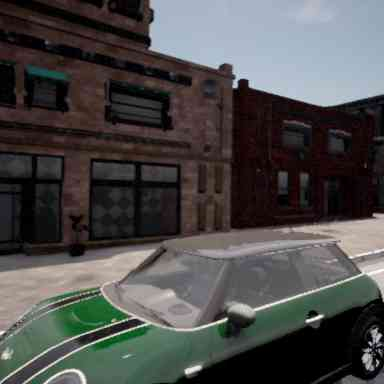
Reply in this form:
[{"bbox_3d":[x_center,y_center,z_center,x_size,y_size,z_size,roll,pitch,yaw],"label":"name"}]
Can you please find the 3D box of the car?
[{"bbox_3d":[0.214,1.327,3.817,4.553,1.767,2.097,-1,0,-35],"label":"car"}]
